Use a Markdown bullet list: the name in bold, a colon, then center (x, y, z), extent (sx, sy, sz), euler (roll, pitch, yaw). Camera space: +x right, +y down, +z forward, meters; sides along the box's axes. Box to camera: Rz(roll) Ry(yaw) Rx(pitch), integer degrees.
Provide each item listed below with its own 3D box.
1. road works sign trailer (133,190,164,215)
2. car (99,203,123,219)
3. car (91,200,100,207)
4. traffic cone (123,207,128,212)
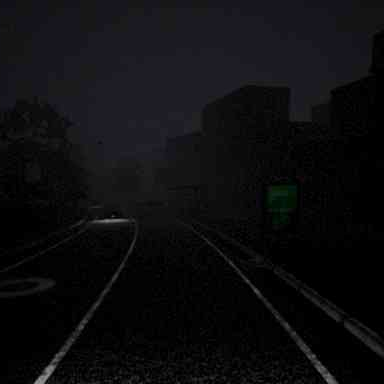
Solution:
- **road works sign trailer**: center (-4.667, 1.140, 36.327), extent (2.380, 2.880, 3.560), euler (-1, 0, -22)
- **car**: center (-8.136, 1.958, 33.995), extent (2.033, 1.411, 5.357), euler (-1, 0, -14)
- **car**: center (-21.472, 2.566, 73.920), extent (1.994, 1.385, 4.181), euler (-2, 0, -20)
- **traffic cone**: center (-9.026, 2.453, 44.833), extent (0.340, 0.580, 0.340), euler (-2, 0, -18)
